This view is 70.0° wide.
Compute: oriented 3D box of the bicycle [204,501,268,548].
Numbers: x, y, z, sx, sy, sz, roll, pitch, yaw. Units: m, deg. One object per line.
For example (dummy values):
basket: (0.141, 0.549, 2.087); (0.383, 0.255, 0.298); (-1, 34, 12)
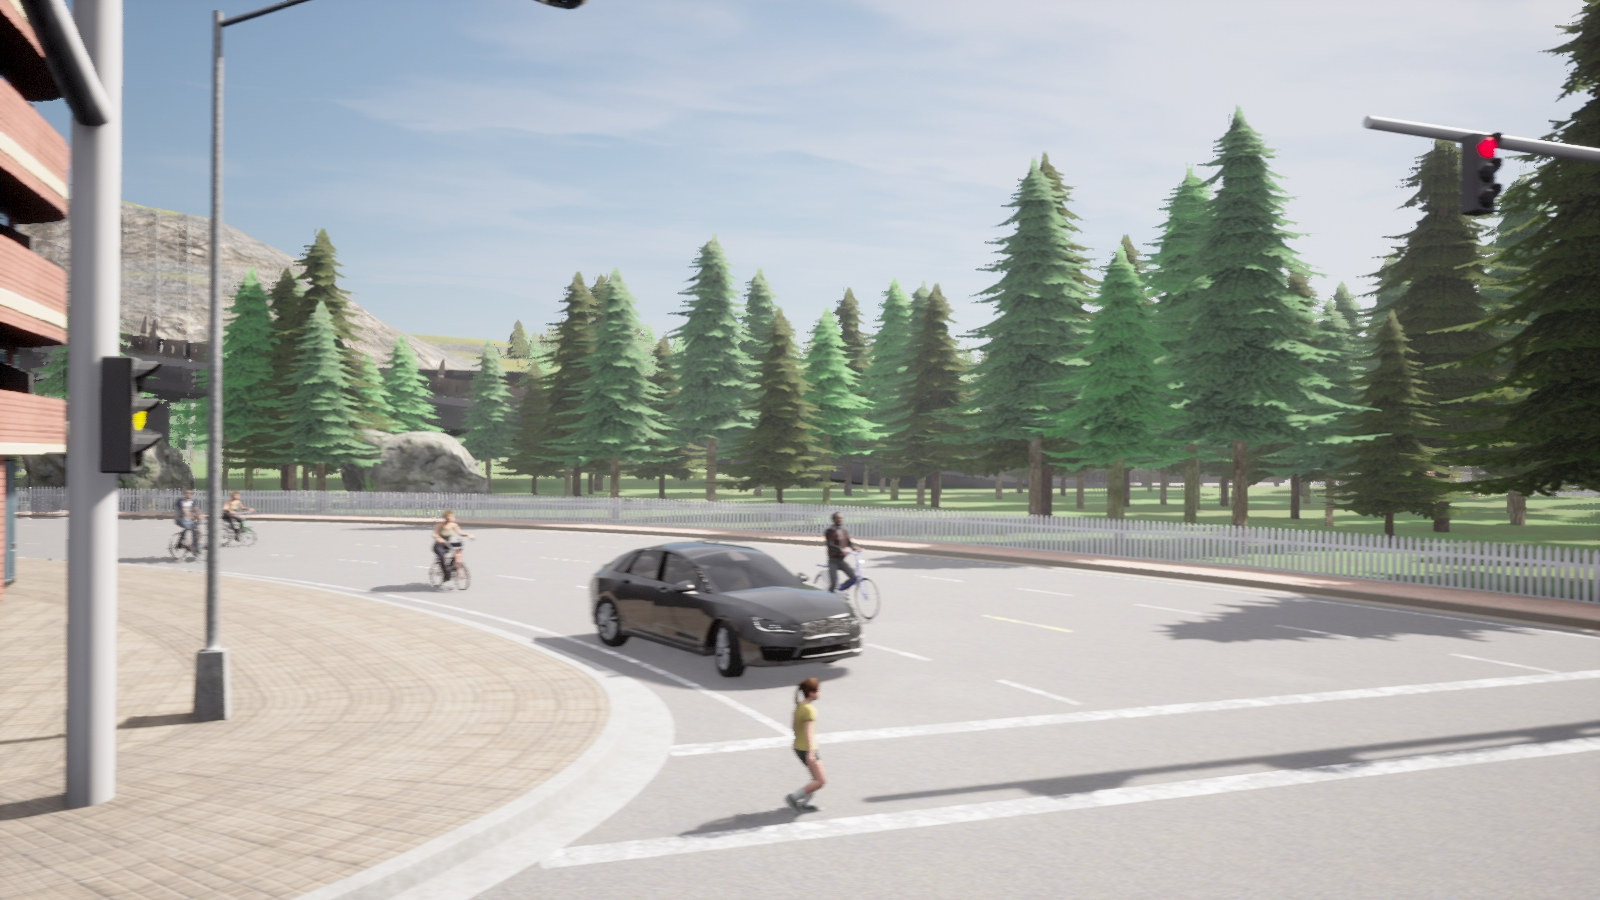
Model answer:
bicycle: (-16.159, 2.121, 32.750); (1.487, 1.276, 0.859); (0, 0, 22)

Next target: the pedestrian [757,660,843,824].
pedestrian: (-0.006, 2.214, 8.758); (0.500, 1.100, 0.500); (0, 0, -21)

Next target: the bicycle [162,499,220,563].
bicycle: (-15.201, 2.010, 28.510); (1.643, 1.496, 0.373); (1, 0, 27)

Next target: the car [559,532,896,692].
car: (-1.185, 2.065, 15.822); (2.231, 1.480, 4.892); (1, 0, -39)

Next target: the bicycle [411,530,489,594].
bicycle: (-7.039, 2.223, 22.961); (1.487, 1.126, 0.859); (0, 0, 43)

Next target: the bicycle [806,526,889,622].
bicycle: (0.789, 2.092, 19.558); (0.329, 1.471, 1.835); (1, -1, -36)
